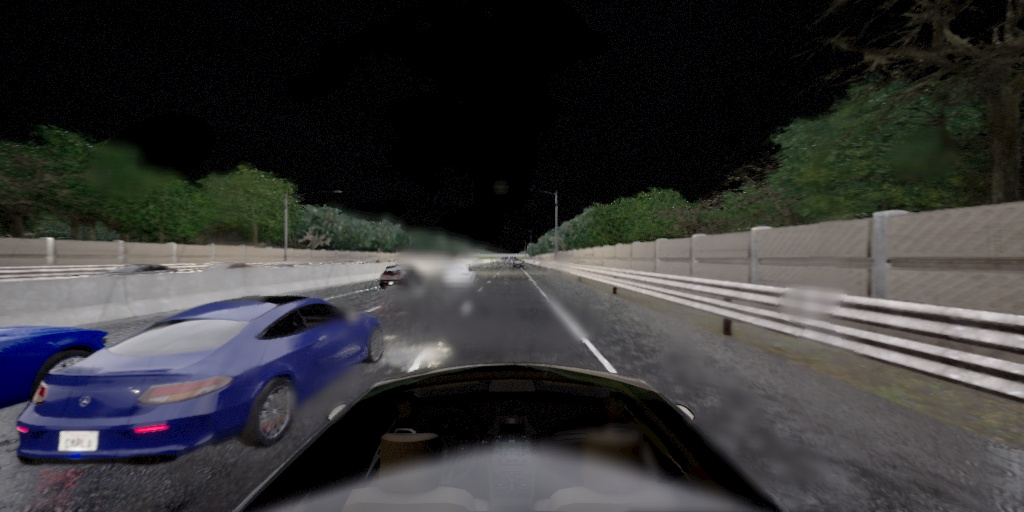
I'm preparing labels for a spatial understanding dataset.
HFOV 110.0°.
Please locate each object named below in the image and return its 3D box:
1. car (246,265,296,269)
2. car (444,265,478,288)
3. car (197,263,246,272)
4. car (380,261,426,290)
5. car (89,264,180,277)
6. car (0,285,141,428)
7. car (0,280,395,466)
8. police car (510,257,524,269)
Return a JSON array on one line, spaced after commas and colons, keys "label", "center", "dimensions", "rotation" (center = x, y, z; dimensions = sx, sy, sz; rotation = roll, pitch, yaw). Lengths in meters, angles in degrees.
[{"label": "car", "center": [-17.577, 1.373, 27.406], "dimensions": [1.994, 1.385, 4.181], "rotation": [0, 0, 0]}, {"label": "car", "center": [-3.398, 1.323, 24.191], "dimensions": [1.812, 1.442, 4.674], "rotation": [0, 0, 0]}, {"label": "car", "center": [-21.080, 1.283, 26.586], "dimensions": [1.882, 1.535, 5.008], "rotation": [0, 0, 0]}, {"label": "car", "center": [-6.899, 1.300, 22.957], "dimensions": [1.837, 1.490, 4.892], "rotation": [0, 0, 0]}, {"label": "car", "center": [-24.583, 1.301, 23.513], "dimensions": [1.837, 1.490, 4.892], "rotation": [0, 0, 0]}, {"label": "car", "center": [-6.900, 1.231, 3.260], "dimensions": [1.882, 1.535, 5.008], "rotation": [0, 0, 0]}, {"label": "car", "center": [-3.398, 1.281, 5.115], "dimensions": [1.812, 1.442, 4.674], "rotation": [0, 0, 0]}, {"label": "police car", "center": [1.054, 1.425, 62.314], "dimensions": [1.930, 1.638, 5.238], "rotation": [0, 0, 0]}]
